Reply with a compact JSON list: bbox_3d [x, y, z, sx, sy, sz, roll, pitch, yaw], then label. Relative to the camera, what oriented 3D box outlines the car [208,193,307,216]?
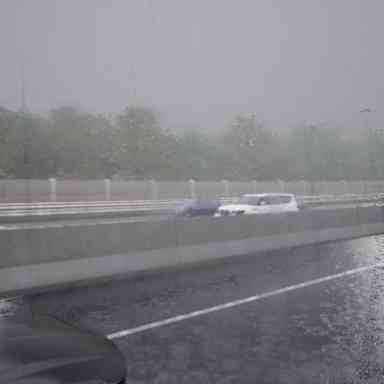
[{"bbox_3d":[3.942,1.093,19.581,5.566,2.045,2.150,0,0,-35],"label":"car"}]

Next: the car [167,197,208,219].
[{"bbox_3d":[0.351,1.205,25.604,4.553,1.767,2.097,-1,1,-35],"label":"car"}]

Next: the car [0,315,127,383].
[{"bbox_3d":[-2.768,1.481,1.761,5.008,1.535,1.882,0,0,-36],"label":"car"}]

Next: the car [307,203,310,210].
[{"bbox_3d":[7.081,1.147,25.993,4.553,1.767,2.097,-1,1,-34],"label":"car"}]
